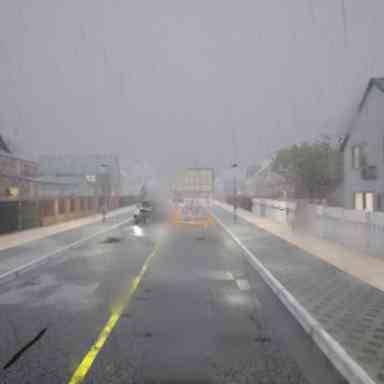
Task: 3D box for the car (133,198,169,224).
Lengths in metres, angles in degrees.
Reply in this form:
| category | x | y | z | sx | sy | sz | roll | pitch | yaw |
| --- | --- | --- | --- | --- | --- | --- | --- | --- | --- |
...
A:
| category | x | y | z | sx | sy | sz | roll | pitch | yaw |
| --- | --- | --- | --- | --- | --- | --- | --- | --- | --- |
| car | -2.853 | 1.304 | 23.905 | 2.097 | 1.767 | 4.553 | 0 | 0 | 0 |

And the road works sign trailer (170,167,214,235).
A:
| category | x | y | z | sx | sy | sz | roll | pitch | yaw |
| --- | --- | --- | --- | --- | --- | --- | --- | --- | --- |
| road works sign trailer | 0.007 | 0.423 | 18.554 | 2.380 | 3.560 | 2.880 | 0 | 0 | 0 |

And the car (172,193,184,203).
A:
| category | x | y | z | sx | sy | sz | roll | pitch | yaw |
| --- | --- | --- | --- | --- | --- | --- | --- | --- | --- |
| car | -2.771 | 1.185 | 66.141 | 2.150 | 2.045 | 5.566 | 0 | 0 | 0 |
